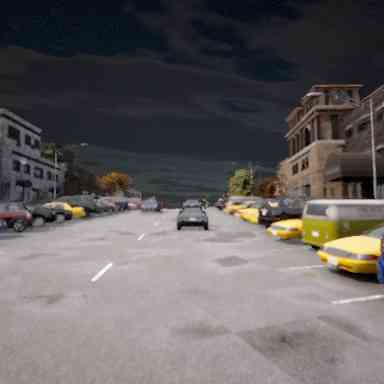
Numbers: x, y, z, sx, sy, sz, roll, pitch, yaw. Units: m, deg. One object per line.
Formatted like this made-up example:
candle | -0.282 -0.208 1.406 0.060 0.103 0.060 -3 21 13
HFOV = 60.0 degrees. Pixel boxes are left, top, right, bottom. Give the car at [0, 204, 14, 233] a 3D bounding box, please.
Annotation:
car | -11.475 1.532 15.940 4.674 1.452 2.002 -1 0 -20

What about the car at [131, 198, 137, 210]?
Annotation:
car | -11.419 2.090 51.137 4.674 1.452 2.002 0 -2 -20

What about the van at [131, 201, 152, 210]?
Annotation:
van | -11.300 2.961 74.507 4.442 1.987 1.878 1 -4 -19

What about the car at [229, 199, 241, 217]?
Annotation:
car | 6.150 1.586 27.564 5.366 1.575 1.946 1 -1 -20

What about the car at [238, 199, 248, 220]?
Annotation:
car | 6.497 1.562 24.700 5.366 1.575 1.946 1 -1 -20

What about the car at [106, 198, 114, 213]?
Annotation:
car | -11.474 1.715 36.472 4.892 1.521 2.231 -1 -1 -20

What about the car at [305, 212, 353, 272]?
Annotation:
car | 6.193 1.495 9.602 5.366 1.575 1.946 1 0 -20

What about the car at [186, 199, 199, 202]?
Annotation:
car | 0.048 1.628 39.089 2.097 1.767 4.553 0 -1 0

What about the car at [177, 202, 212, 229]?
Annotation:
car | 0.034 1.610 21.992 1.994 1.385 4.181 0 0 0

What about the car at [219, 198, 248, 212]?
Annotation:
car | 6.161 1.716 36.537 5.366 1.575 1.946 1 -1 -20

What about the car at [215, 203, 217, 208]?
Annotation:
car | 6.410 2.011 48.585 4.792 1.488 2.163 1 -2 -20

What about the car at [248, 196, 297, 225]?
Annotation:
car | 6.361 1.269 18.665 5.566 2.045 2.435 1 -1 -20

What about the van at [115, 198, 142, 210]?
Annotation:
van | -11.463 2.112 59.895 4.442 1.987 1.878 0 -2 -20

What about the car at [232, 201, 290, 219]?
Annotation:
car | 6.297 1.659 30.605 4.792 1.488 2.163 1 -1 -20

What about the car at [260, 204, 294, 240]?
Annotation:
car | 6.167 1.503 15.595 5.366 1.575 1.946 1 0 -20

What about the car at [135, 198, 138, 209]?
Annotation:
car | -11.400 2.175 54.074 4.674 1.452 2.002 0 -2 -20

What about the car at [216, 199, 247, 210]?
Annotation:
car | 6.454 2.023 54.570 4.553 1.767 2.185 1 -2 -19

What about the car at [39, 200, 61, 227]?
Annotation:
car | -11.479 1.525 21.804 5.008 1.535 2.097 -1 0 -20

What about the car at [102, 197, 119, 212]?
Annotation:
car | -11.443 1.642 39.413 4.553 1.767 2.185 0 -1 -20

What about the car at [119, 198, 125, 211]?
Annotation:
car | -11.434 1.860 42.352 4.792 1.488 2.163 0 -2 -20

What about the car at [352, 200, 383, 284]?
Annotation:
car | 6.407 1.249 6.684 5.566 2.045 2.435 1 0 -20

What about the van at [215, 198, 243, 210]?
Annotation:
van | 6.334 2.016 57.516 4.442 1.987 1.878 1 -2 -19

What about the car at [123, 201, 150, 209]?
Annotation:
car | -11.433 2.783 68.629 5.366 1.575 1.946 0 -4 -19

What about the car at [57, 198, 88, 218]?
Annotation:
car | -11.665 1.580 27.608 5.366 1.575 1.946 -1 0 -20

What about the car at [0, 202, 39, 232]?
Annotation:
car | -11.451 1.380 18.874 4.553 1.767 2.185 -1 0 -20

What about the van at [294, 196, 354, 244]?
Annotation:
van | 6.465 1.278 12.707 4.442 1.987 1.878 1 0 -20

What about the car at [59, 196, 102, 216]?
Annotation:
car | -11.520 1.370 30.592 5.566 2.045 2.435 -1 -1 -20

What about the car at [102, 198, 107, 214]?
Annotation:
car | -11.481 1.663 33.534 4.892 1.521 2.231 -1 -1 -20

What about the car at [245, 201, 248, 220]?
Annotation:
car | 6.503 1.538 21.708 5.366 1.575 1.946 1 -1 -20

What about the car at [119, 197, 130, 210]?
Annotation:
car | -11.455 1.897 45.270 5.008 1.535 2.097 0 -2 -20

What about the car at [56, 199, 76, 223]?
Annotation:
car | -11.495 1.552 24.735 5.008 1.535 2.097 -1 -1 -20

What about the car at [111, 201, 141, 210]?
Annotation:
car | -11.346 2.257 57.007 4.792 1.488 2.163 0 -2 -20

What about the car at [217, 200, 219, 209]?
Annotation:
car | 6.362 1.946 45.581 4.674 1.452 2.002 1 -2 -20

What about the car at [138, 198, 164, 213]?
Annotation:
car | -5.131 1.696 42.136 2.097 1.767 4.553 0 -1 0

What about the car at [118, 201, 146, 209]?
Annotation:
car | -11.329 2.467 62.853 5.008 1.535 2.097 0 -3 -20
